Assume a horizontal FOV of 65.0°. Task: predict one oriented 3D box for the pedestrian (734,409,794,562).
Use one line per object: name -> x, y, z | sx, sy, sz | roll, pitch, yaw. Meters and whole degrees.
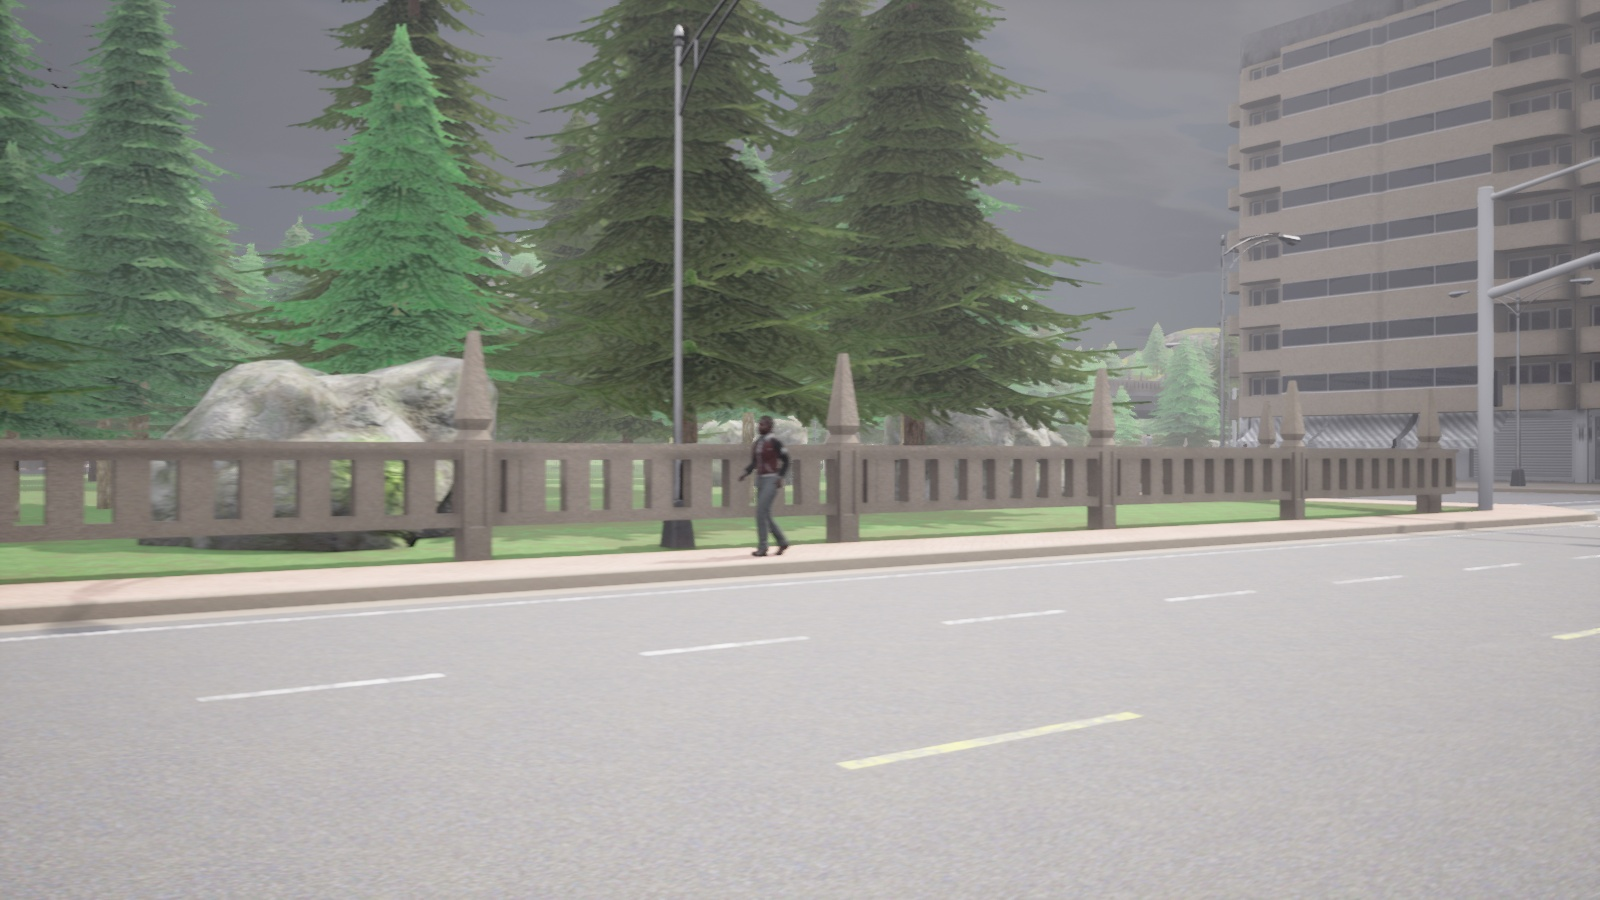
pedestrian -> -0.462, 0.446, 16.128 | 0.666, 1.930, 0.402 | 0, 0, -36
